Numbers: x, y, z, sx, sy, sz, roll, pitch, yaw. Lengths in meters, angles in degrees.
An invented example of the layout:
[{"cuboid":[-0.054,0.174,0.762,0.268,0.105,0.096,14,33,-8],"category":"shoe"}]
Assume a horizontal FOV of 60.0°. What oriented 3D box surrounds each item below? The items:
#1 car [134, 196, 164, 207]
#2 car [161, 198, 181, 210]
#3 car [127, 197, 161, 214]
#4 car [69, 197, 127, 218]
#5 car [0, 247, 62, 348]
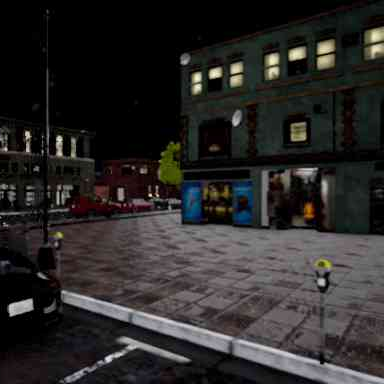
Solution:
[{"cuboid":[-6.274,1.387,48.777,1.947,1.339,4.313,1,1,34],"category":"car"},{"cuboid":[-2.498,1.432,39.473,2.008,1.369,4.403,1,1,34],"category":"car"},{"cuboid":[-5.637,1.387,34.902,1.967,1.590,4.097,1,1,34],"category":"car"},{"cuboid":[-8.776,1.328,30.332,2.192,1.841,5.009,1,1,34],"category":"car"},{"cuboid":[-4.016,1.628,5.740,4.313,1.339,1.947,-1,0,36],"category":"car"}]
